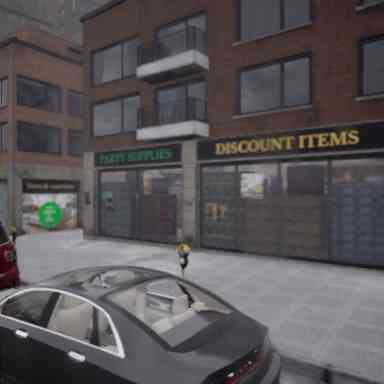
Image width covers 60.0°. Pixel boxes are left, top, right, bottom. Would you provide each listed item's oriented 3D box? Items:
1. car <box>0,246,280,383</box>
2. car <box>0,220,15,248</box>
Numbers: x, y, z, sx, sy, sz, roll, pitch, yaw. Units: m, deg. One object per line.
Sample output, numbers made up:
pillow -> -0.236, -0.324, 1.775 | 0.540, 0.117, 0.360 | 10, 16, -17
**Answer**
car -> -1.210, 1.583, 3.942 | 4.403, 1.369, 2.008 | -1, 0, 36
car -> -5.690, 1.406, 7.147 | 5.009, 1.841, 2.192 | -1, 0, 36
